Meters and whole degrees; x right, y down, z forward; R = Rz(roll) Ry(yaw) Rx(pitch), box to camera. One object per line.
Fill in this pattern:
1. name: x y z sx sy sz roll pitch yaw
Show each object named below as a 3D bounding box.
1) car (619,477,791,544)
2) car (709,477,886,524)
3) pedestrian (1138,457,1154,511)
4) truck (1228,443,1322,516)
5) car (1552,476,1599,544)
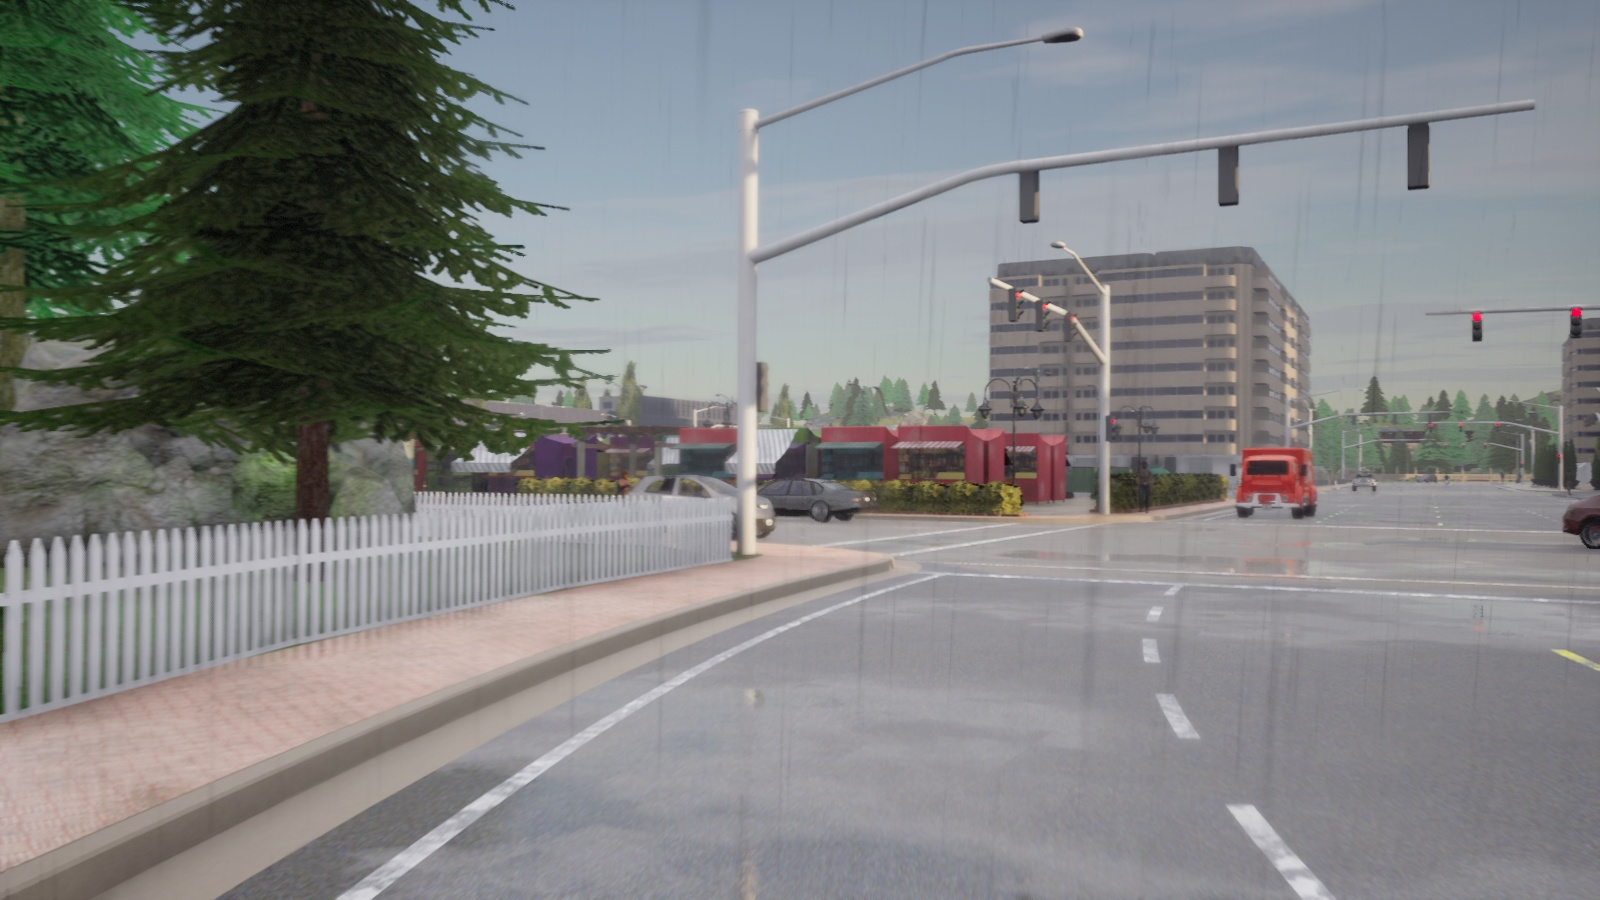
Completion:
1. car: -2.254 1.390 29.756 3.633 1.501 1.845 -1 -1 27
2. car: -0.113 1.595 40.406 5.357 1.411 2.033 -1 -1 28
3. pedestrian: 11.807 1.150 42.845 0.328 1.805 0.869 -1 -1 30
4. truck: 17.104 1.026 45.053 2.627 2.467 5.204 -1 -1 27
5. car: 18.470 1.261 26.080 1.812 1.442 4.674 0 -1 -24
